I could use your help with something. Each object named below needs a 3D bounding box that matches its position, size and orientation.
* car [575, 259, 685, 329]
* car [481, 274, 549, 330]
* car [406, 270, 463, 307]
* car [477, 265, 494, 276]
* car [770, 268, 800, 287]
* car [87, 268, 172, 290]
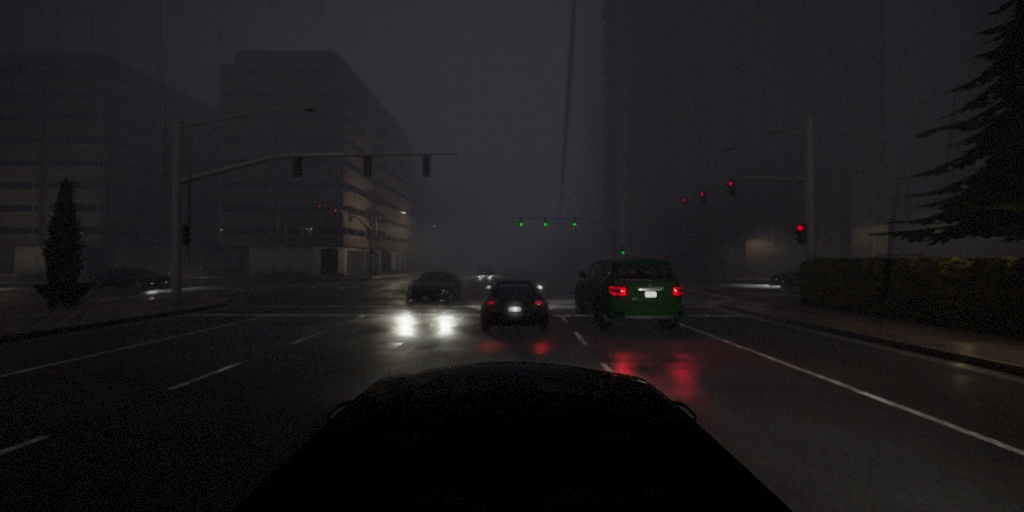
[{"bbox_3d":[3.578,1.108,11.911,2.150,2.045,5.566,0,-1,0],"label":"car"},{"bbox_3d":[0.082,1.446,11.731,1.994,1.385,4.181,0,-1,0],"label":"car"},{"bbox_3d":[-3.505,1.449,16.922,1.882,1.535,5.008,0,-1,0],"label":"car"},{"bbox_3d":[-3.517,1.962,48.274,1.994,1.385,4.181,0,0,0],"label":"car"},{"bbox_3d":[22.854,1.665,28.284,4.181,1.385,1.994,0,-1,1],"label":"car"},{"bbox_3d":[-26.583,1.564,25.067,4.892,1.490,1.837,0,-1,1],"label":"car"}]
